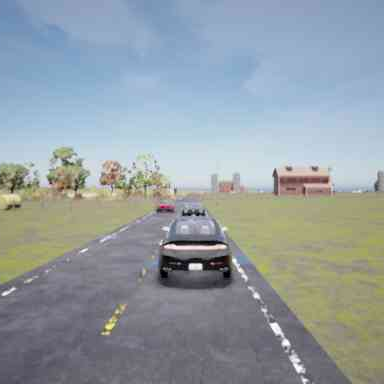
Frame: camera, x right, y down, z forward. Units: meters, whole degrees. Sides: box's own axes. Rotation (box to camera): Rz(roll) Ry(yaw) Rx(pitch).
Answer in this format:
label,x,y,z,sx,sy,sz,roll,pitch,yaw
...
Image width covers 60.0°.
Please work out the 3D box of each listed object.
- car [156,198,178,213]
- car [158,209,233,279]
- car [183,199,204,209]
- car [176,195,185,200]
label,x,y,z,sx,sy,sz,roll,pitch,yaw
car,-2.804,1.562,36.060,1.895,1.301,4.718,0,0,0
car,0.092,1.484,9.974,2.128,1.511,4.902,0,0,0
car,0.129,1.571,28.921,1.895,1.301,4.718,0,0,0
car,-2.656,1.411,76.811,1.812,1.442,4.674,0,0,0
